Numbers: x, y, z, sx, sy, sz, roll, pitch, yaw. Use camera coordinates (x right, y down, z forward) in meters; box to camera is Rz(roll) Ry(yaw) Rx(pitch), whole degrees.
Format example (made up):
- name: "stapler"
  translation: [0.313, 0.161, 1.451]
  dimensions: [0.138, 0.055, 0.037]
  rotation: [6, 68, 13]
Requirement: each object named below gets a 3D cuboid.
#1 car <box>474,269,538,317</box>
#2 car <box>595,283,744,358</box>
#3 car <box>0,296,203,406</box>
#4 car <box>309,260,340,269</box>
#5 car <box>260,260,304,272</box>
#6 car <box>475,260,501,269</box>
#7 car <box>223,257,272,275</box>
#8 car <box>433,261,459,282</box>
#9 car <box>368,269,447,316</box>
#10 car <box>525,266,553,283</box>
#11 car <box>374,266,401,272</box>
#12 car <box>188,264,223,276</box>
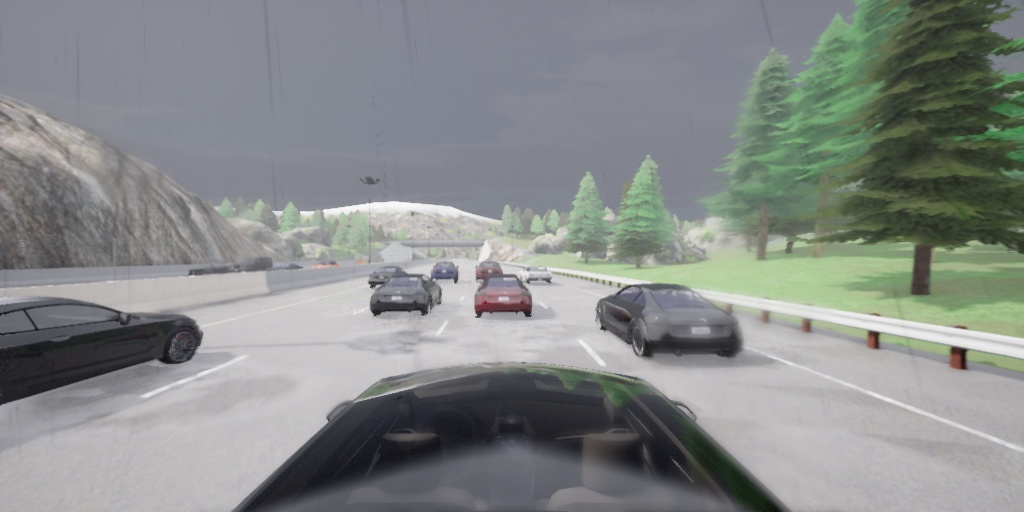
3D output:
- name: "car"
  translation: [-0.372, 1.353, 13.531]
  dimensions: [1.994, 1.385, 4.181]
  rotation: [0, 0, -3]
- name: "car"
  translation: [3.376, 1.330, 8.522]
  dimensions: [1.994, 1.385, 4.181]
  rotation: [0, 0, -2]
- name: "car"
  translation: [-7.025, 1.300, 5.142]
  dimensions: [1.812, 1.442, 4.674]
  rotation: [0, 0, -1]
- name: "car"
  translation: [-21.254, 1.265, 40.761]
  dimensions: [2.097, 1.767, 4.553]
  rotation: [0, 0, -8]
- name: "car"
  translation: [-24.551, 1.462, 39.000]
  dimensions: [2.033, 1.411, 5.357]
  rotation: [0, 0, -8]
- name: "car"
  translation: [-1.941, 1.195, 29.612]
  dimensions: [2.097, 1.767, 4.553]
  rotation: [0, 0, -7]
- name: "car"
  translation: [-28.057, 1.142, 38.819]
  dimensions: [2.150, 2.045, 5.566]
  rotation: [0, 0, -8]
- name: "car"
  translation: [-5.475, 1.202, 29.664]
  dimensions: [2.097, 1.767, 4.553]
  rotation: [0, 0, -7]
- name: "car"
  translation: [-3.891, 1.360, 13.766]
  dimensions: [1.994, 1.385, 4.181]
  rotation: [0, 0, -3]
- name: "car"
  translation: [1.774, 1.433, 28.285]
  dimensions: [1.895, 1.301, 4.718]
  rotation: [0, 0, -7]
- name: "car"
  translation: [-8.345, 1.386, 24.627]
  dimensions: [2.033, 1.411, 5.357]
  rotation: [0, 0, -7]
- name: "car"
  translation: [-31.439, 1.524, 37.740]
  dimensions: [1.895, 1.301, 4.718]
  rotation: [0, 0, -8]
